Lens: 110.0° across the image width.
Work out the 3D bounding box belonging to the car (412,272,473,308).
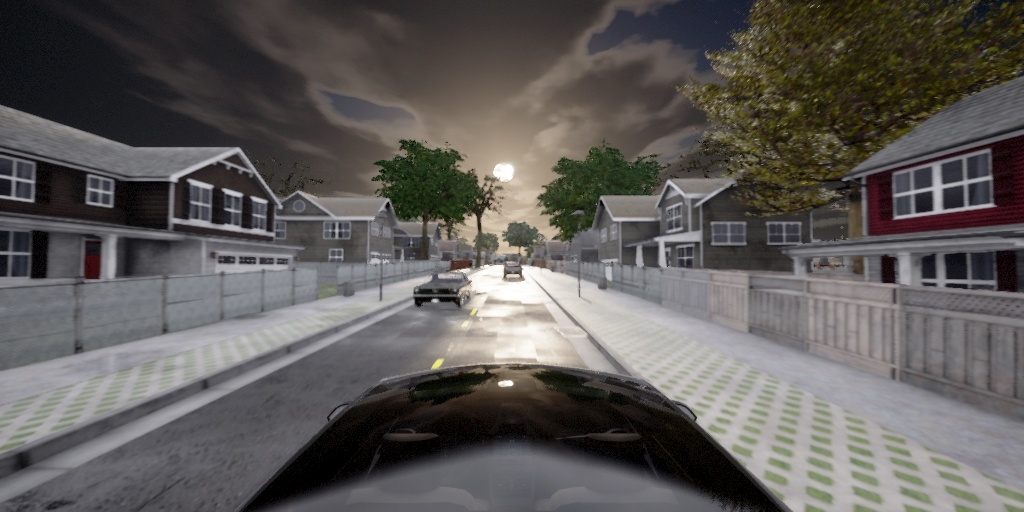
[{"bbox_3d":[-2.851,1.371,15.569,1.895,1.301,4.718,0,0,0],"label":"car"}]

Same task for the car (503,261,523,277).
[{"bbox_3d":[0.095,1.339,36.248,2.128,1.511,4.902,0,0,0],"label":"car"}]
